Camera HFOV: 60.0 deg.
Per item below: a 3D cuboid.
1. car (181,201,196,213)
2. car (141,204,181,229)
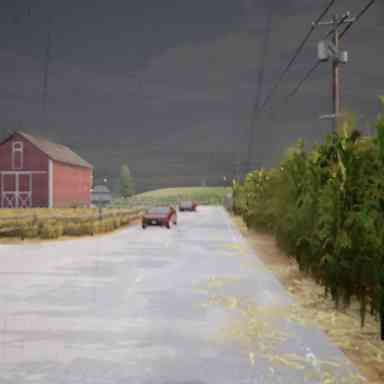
[{"bbox_3d":[-0.579,1.894,43.068,1.882,1.535,5.008,0,0,7],"label":"car"},{"bbox_3d":[-2.191,1.706,23.611,1.882,1.535,5.008,0,-1,5],"label":"car"}]
